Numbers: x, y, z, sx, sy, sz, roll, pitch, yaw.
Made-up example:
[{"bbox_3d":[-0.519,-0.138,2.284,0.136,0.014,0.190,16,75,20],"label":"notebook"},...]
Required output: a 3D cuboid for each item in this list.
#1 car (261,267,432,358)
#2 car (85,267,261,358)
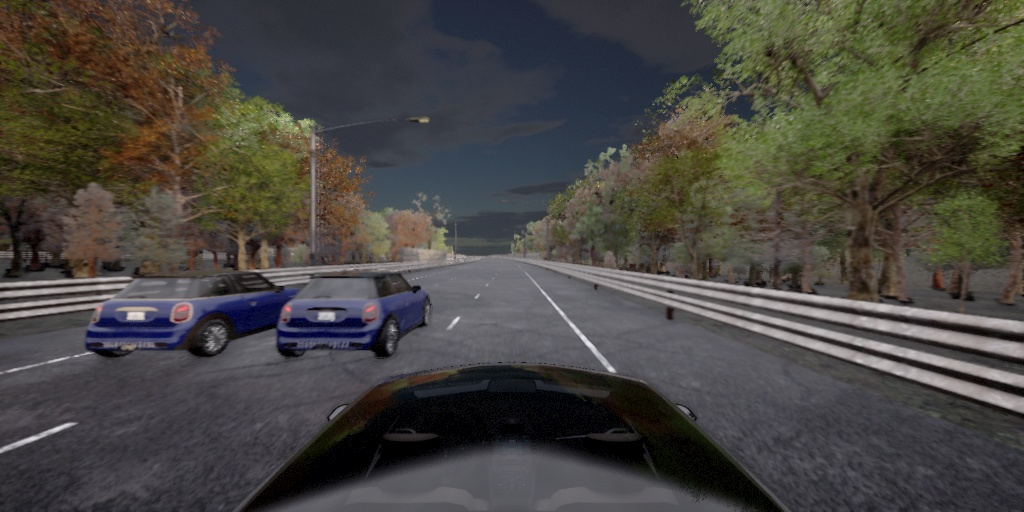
[{"bbox_3d":[-3.399,1.117,8.702,2.097,1.767,4.553,0,0,0],"label":"car"},{"bbox_3d":[-6.899,1.117,8.707,2.097,1.767,4.553,0,0,0],"label":"car"}]
